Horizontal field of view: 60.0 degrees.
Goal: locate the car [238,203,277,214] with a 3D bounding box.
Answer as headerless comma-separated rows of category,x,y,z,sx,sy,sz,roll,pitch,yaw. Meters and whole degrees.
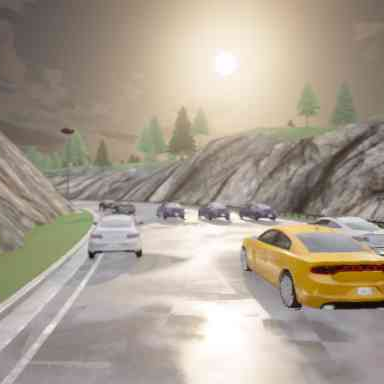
car,5.558,1.702,28.550,1.812,1.442,4.674,1,0,-16

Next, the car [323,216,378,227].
car,5.497,1.627,12.514,1.812,1.442,4.674,1,0,-9

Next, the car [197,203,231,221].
car,1.843,1.675,28.829,1.812,1.442,4.674,1,0,-16

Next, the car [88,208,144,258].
car,-2.853,1.565,12.819,1.812,1.442,4.674,0,0,-10

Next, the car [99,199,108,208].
car,-10.890,1.644,43.295,1.812,1.442,4.674,1,0,-25

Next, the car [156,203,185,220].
car,-1.887,1.647,29.112,1.812,1.442,4.674,1,0,-16

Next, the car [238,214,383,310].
car,2.622,1.536,8.098,1.882,1.535,5.008,1,0,-7

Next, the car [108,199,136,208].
car,-6.666,1.593,32.533,2.128,1.511,4.902,1,0,-19
